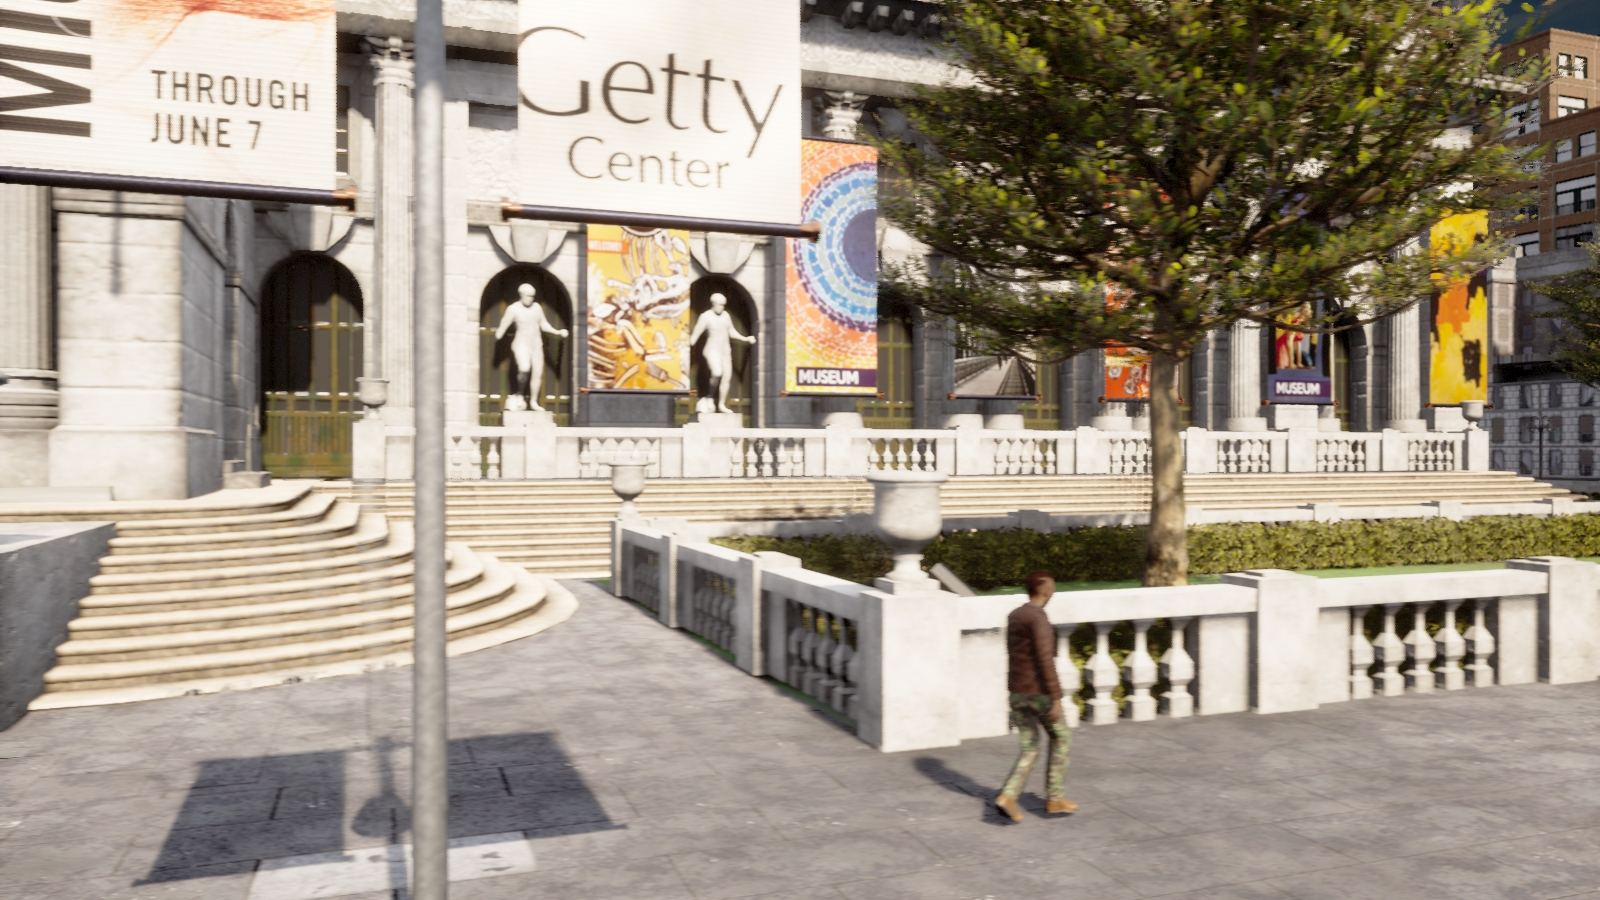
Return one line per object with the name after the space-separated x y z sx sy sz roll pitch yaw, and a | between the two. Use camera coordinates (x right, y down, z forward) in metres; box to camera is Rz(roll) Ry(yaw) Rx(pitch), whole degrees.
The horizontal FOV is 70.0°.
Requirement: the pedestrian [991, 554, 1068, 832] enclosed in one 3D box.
1.627 1.695 8.107 0.375 1.860 0.375 0 0 -31 | pedestrian
